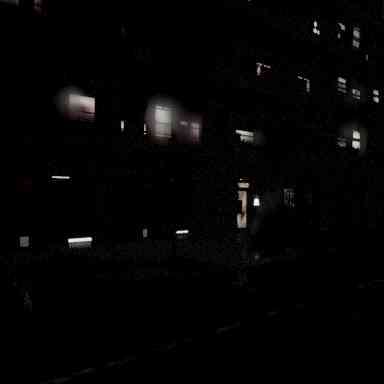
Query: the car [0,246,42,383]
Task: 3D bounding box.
[{"bbox_3d":[-4.021,1.440,3.691,4.097,1.590,1.967,0,0,-35],"label":"car"}]
